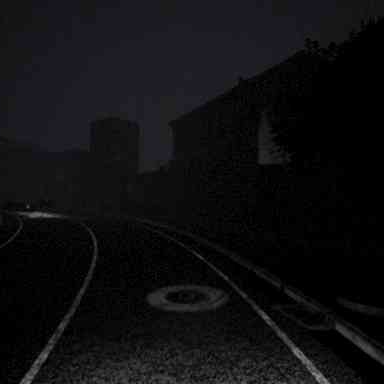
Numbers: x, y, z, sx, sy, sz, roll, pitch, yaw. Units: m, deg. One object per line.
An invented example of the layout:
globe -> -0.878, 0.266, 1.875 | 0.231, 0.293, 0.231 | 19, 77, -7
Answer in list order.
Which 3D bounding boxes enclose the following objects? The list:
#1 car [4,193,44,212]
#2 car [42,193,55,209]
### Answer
car -> -16.212, 1.008, 31.401 | 2.128, 1.511, 4.902 | 3, -1, -43
car -> -17.328, 0.902, 37.659 | 4.553, 1.767, 2.097 | 2, -2, 43
